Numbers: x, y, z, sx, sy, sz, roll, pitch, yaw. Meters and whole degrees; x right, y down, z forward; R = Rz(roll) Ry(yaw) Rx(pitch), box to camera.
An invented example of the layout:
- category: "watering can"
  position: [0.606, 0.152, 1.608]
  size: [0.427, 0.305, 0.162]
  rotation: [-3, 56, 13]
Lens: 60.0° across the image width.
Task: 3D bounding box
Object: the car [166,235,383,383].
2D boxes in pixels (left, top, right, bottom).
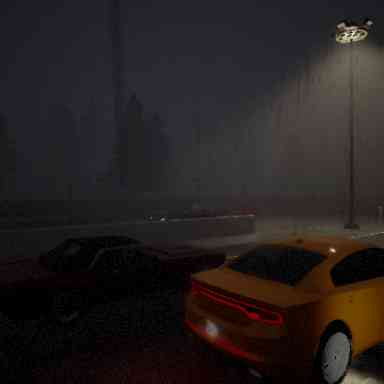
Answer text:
- category: "car"
  position: [2.253, 1.449, 5.351]
  size: [5.008, 1.535, 1.882]
  rotation: [0, 0, -35]

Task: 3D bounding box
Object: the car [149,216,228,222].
- category: "car"
  position: [-0.012, 1.477, 21.197]
  size: [5.357, 1.411, 2.033]
  rotation: [0, 0, -36]

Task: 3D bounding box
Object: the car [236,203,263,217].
- category: "car"
  position: [4.115, 1.449, 28.476]
  size: [4.181, 1.385, 1.994]
  rotation: [0, 0, -36]

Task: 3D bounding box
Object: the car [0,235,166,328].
- category: "car"
  position: [-1.480, 1.585, 6.988]
  size: [4.718, 1.301, 1.895]
  rotation: [0, 0, -35]
